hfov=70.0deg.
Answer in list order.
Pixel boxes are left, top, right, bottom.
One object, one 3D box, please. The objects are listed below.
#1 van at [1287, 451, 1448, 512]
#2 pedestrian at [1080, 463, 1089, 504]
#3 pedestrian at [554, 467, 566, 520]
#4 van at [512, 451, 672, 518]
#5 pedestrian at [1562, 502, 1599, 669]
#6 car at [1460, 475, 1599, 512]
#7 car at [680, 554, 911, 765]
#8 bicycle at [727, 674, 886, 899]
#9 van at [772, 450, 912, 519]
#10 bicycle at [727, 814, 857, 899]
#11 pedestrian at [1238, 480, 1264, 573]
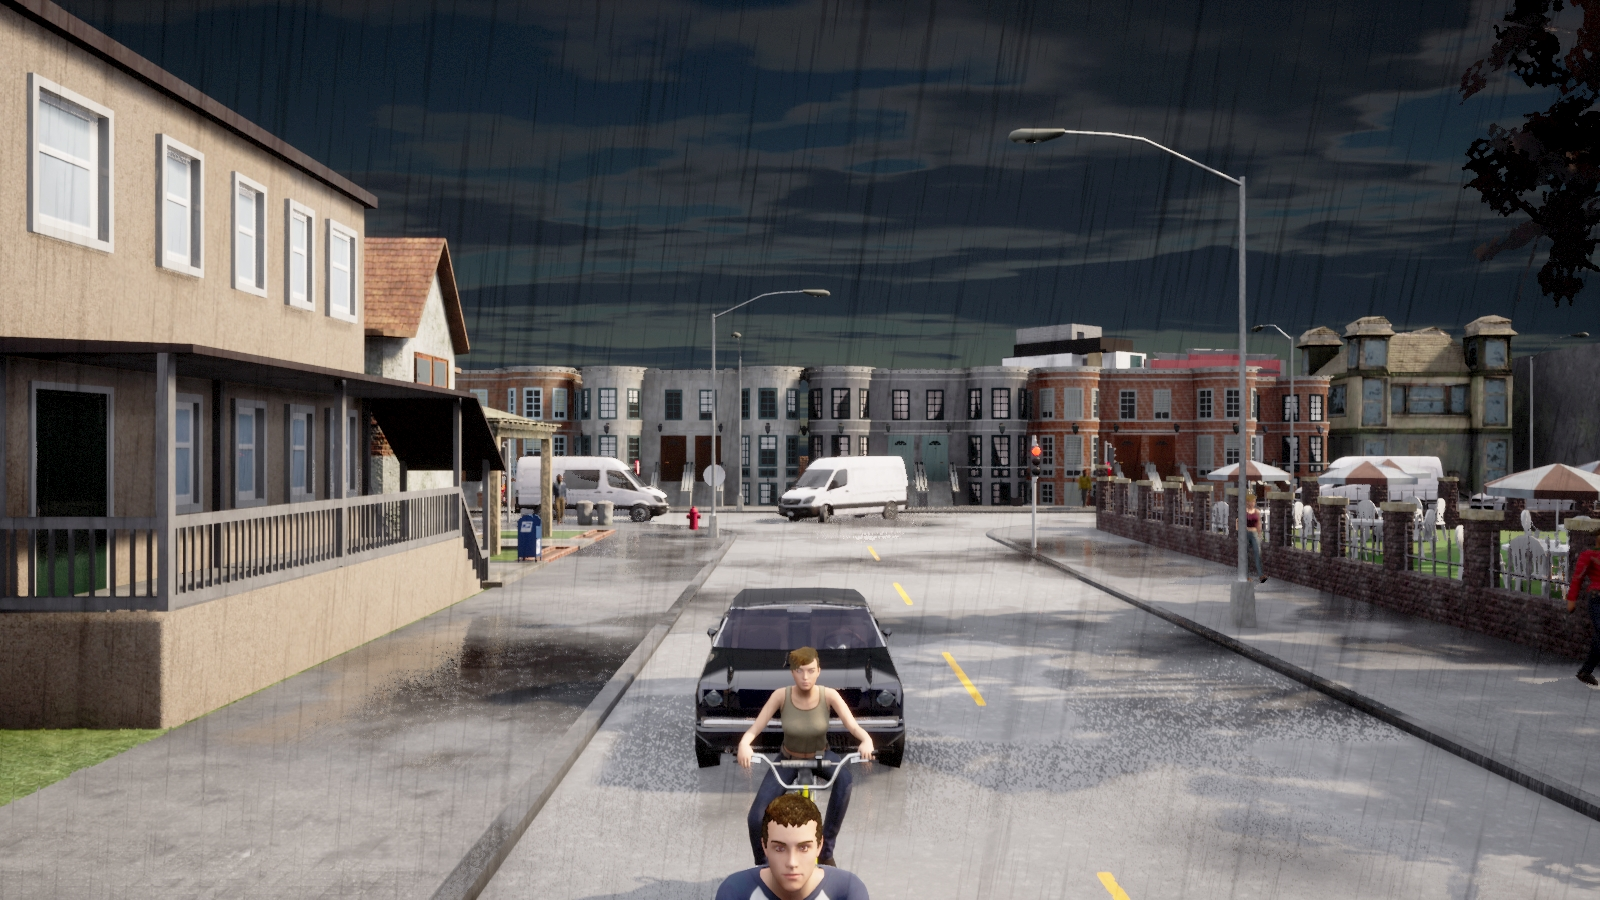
[{"bbox_3d":[24.218,1.329,48.884,5.915,2.561,1.988,0,0,0],"label":"van"},{"bbox_3d":[12.954,1.539,52.015,0.375,1.860,0.375,0,0,21],"label":"pedestrian"},{"bbox_3d":[-8.514,1.539,40.471,0.375,1.860,0.375,0,0,-20],"label":"pedestrian"},{"bbox_3d":[-8.093,1.328,44.863,5.915,2.561,1.988,0,0,0],"label":"van"},{"bbox_3d":[8.998,1.527,13.006,0.375,1.860,0.375,0,0,-9],"label":"pedestrian"},{"bbox_3d":[31.329,1.855,48.882,4.892,1.480,2.231,0,0,0],"label":"car"},{"bbox_3d":[-0.038,1.939,11.747,1.895,1.301,4.718,0,0,0],"label":"car"},{"bbox_3d":[0.033,2.039,6.906,0.859,1.080,1.487,0,0,0],"label":"bicycle"},{"bbox_3d":[1.745,1.327,45.380,5.915,2.561,1.988,0,-1,-44],"label":"van"},{"bbox_3d":[-0.022,1.937,3.212,0.373,1.296,1.643,0,0,0],"label":"bicycle"},{"bbox_3d":[9.091,1.532,23.028,0.375,1.860,0.375,0,0,2],"label":"pedestrian"}]
